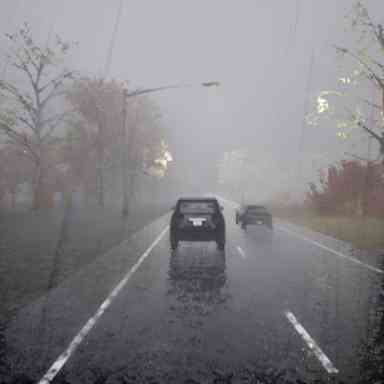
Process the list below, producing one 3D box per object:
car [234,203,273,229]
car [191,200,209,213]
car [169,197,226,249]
[{"bbox_3d":[3.892,1.486,21.406,1.837,1.490,4.892,0,0,1],"label":"car"},{"bbox_3d":[0.928,1.566,37.669,1.895,1.301,4.718,0,0,2],"label":"car"},{"bbox_3d":[0.244,1.208,14.613,2.150,2.045,5.566,0,0,1],"label":"car"}]
